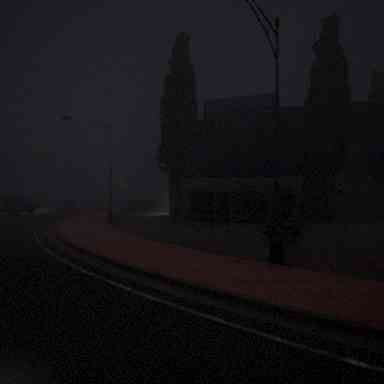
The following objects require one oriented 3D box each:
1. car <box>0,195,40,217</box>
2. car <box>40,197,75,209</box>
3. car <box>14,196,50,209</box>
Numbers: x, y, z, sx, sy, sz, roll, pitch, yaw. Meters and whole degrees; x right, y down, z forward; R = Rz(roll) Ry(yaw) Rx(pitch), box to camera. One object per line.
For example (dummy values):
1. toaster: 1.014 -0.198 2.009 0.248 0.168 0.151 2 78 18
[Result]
1. car: -16.929 1.263 31.692 2.150 2.045 5.566 0 0 -3
2. car: -18.649 1.576 47.218 2.128 1.511 4.902 0 0 15
3. car: -22.347 1.421 46.659 2.097 1.767 4.553 0 0 14
